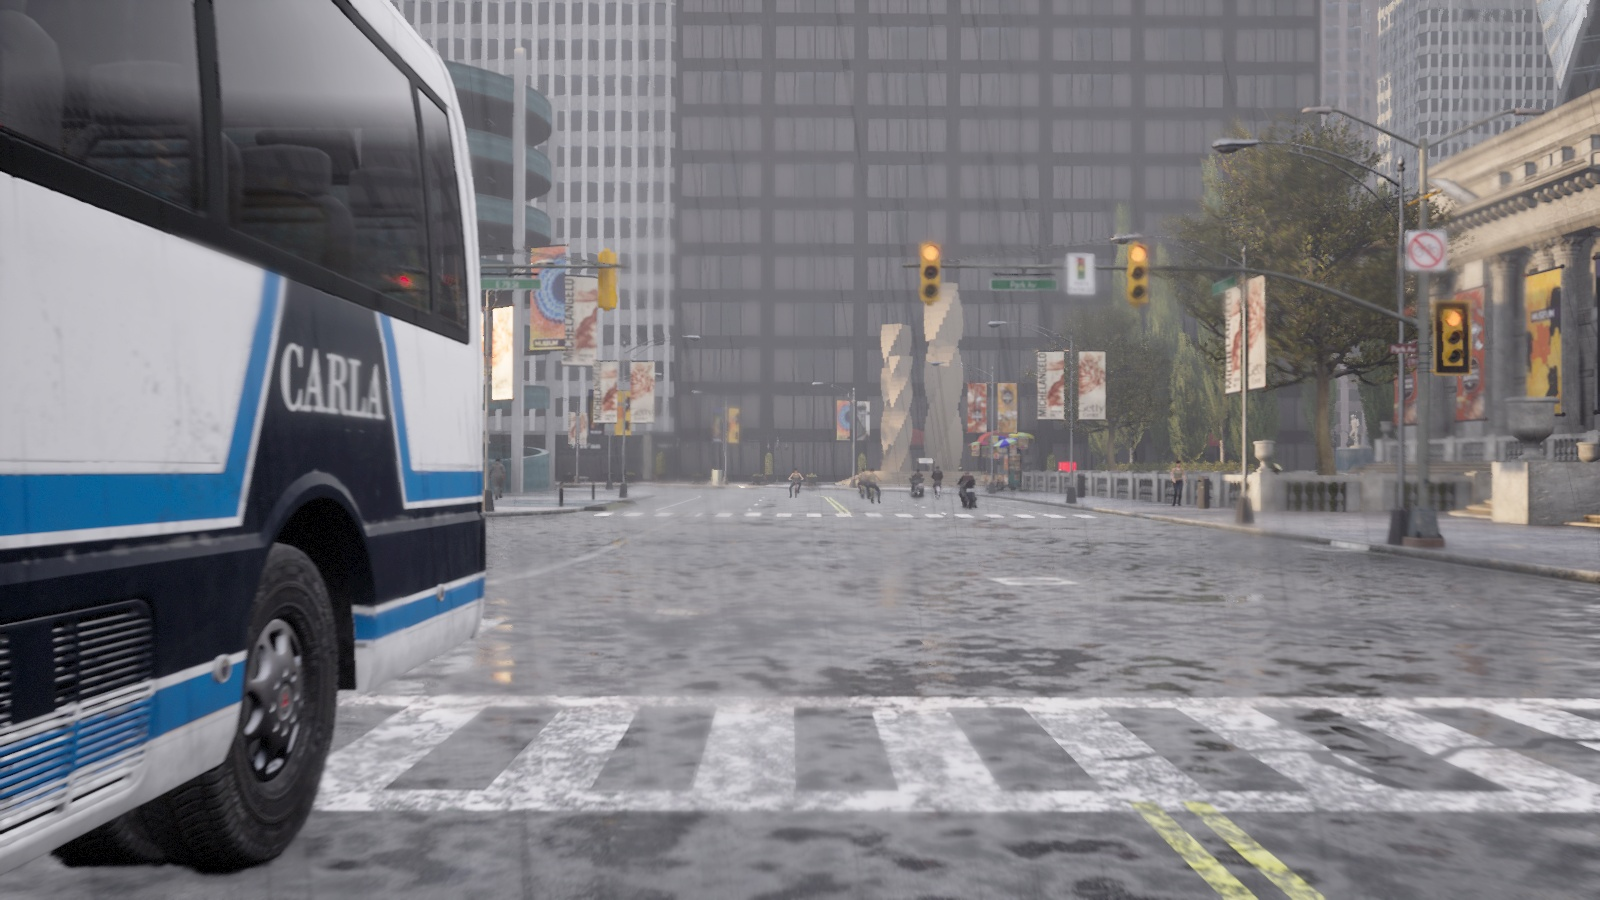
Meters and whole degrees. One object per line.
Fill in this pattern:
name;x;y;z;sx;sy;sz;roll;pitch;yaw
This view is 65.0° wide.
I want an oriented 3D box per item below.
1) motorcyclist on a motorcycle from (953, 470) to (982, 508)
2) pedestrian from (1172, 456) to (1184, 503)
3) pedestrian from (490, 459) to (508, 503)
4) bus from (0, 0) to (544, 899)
motorcyclist on a motorcycle;6.874;1.601;51.582;0.866;1.530;2.191;0;-1;0
pedestrian;14.832;1.156;49.283;0.345;1.836;0.594;0;-1;8
pedestrian;-13.318;1.364;55.581;0.659;1.952;0.873;0;-1;-3
bus;-3.511;-0.509;2.443;3.944;4.253;10.273;0;-1;0
